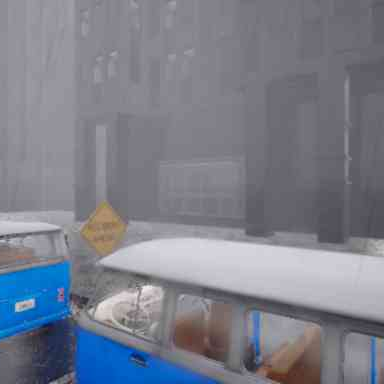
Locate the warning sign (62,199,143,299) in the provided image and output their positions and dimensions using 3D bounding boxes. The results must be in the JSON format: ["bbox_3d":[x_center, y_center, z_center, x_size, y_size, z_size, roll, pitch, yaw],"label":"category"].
[{"bbox_3d":[-1.907,1.104,7.155,1.060,1.860,1.300,0,0,36],"label":"warning sign"}]

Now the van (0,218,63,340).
[{"bbox_3d":[-3.811,1.328,5.682,3.998,1.788,1.690,0,0,36],"label":"van"}]

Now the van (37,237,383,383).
[{"bbox_3d":[0.810,1.340,2.386,3.998,1.788,1.690,0,0,35],"label":"van"}]
